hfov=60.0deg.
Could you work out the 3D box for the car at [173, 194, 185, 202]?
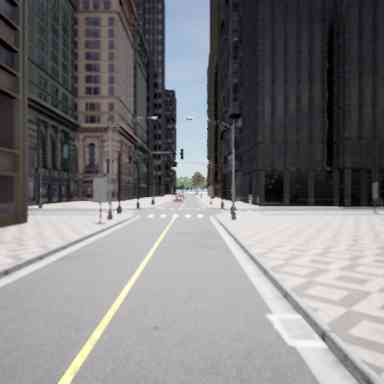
[{"bbox_3d":[-3.008,1.298,72.205,2.097,1.767,4.553,0,0,0],"label":"car"}]
